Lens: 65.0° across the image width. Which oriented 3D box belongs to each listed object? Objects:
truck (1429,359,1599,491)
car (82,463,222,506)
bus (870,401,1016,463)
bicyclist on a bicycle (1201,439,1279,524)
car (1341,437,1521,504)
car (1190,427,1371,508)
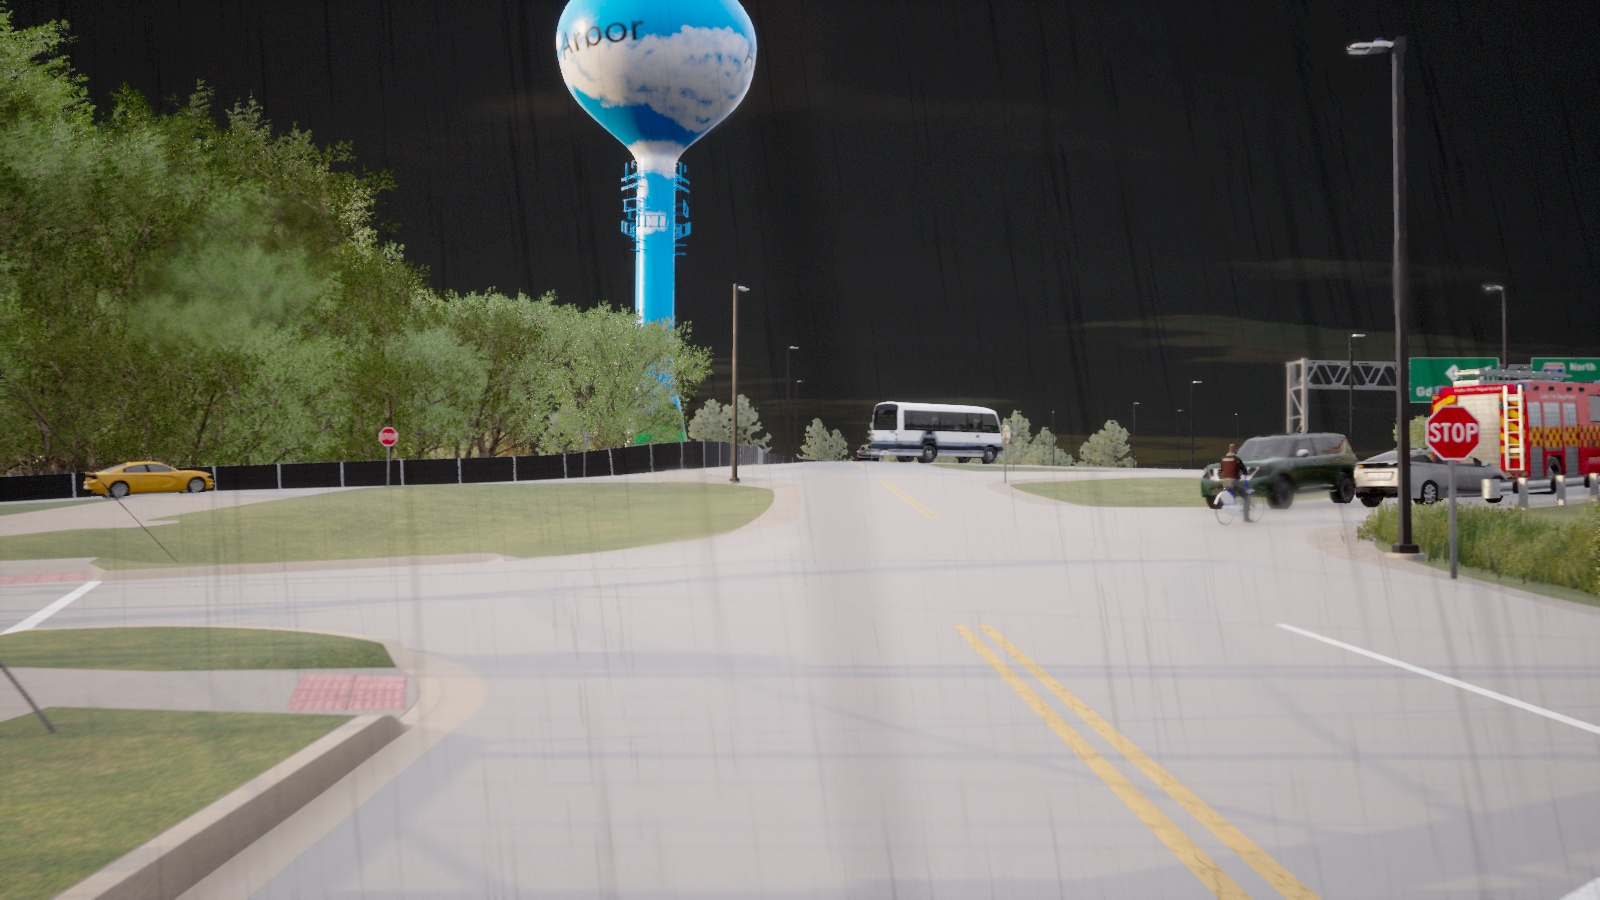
[{"bbox_3d":[23.800,-0.787,40.191,8.468,3.827,2.891,-2,0,-36],"label":"truck"},{"bbox_3d":[-28.038,1.452,54.430,5.008,1.535,1.882,-3,2,-42],"label":"car"},{"bbox_3d":[10.404,-1.216,90.556,10.273,4.253,3.944,1,0,-34],"label":"bus"},{"bbox_3d":[9.660,0.673,27.541,1.843,1.776,0.659,-2,-1,-38],"label":"bicyclist on a bicycle"},{"bbox_3d":[16.565,0.525,32.943,4.514,1.525,2.007,-2,-1,-30],"label":"car"},{"bbox_3d":[13.616,0.465,35.421,5.566,2.045,2.150,-2,-1,-39],"label":"car"}]
